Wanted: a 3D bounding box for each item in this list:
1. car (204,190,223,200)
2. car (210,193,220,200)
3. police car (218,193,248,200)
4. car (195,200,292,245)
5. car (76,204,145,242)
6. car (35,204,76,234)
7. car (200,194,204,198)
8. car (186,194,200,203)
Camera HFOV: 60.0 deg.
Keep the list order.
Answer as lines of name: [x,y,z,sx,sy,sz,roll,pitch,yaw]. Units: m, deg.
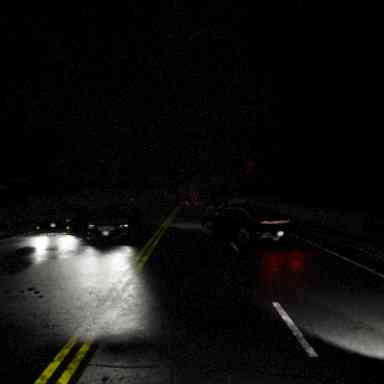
car: [3.261,0.790,46.155,2.150,2.045,5.566,0,0,0]
car: [3.258,1.149,35.119,1.837,1.490,4.892,0,0,0]
police car: [3.256,1.162,24.220,1.930,1.638,5.238,0,1,0]
car: [2.215,1.323,14.642,2.128,1.511,4.902,0,1,-27]
car: [-3.345,1.315,15.348,2.128,1.511,4.902,0,1,0]
car: [-6.595,1.363,17.751,1.994,1.385,4.181,0,1,0]
car: [4.272,0.789,69.588,5.357,1.411,2.033,1,3,25]
car: [0.020,1.035,55.885,1.812,1.442,4.674,0,1,0]
